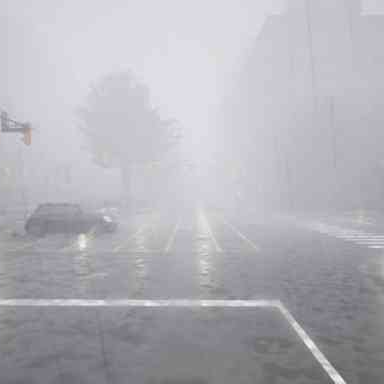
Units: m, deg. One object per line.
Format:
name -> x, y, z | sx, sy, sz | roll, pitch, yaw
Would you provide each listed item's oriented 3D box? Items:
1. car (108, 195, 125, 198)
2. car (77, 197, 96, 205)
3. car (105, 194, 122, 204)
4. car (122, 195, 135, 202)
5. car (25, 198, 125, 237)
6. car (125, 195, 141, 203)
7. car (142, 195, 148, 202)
car -> -11.654, 1.477, 48.513 | 1.882, 1.535, 5.008 | 0, 0, 0
car -> -18.319, 1.595, 57.819 | 1.895, 1.301, 4.718 | 0, 0, 0
car -> -15.112, 1.352, 64.309 | 2.097, 1.767, 4.553 | 0, 0, 0
car -> -15.096, 1.513, 79.430 | 2.128, 1.511, 4.902 | 0, 0, 0
car -> -6.129, 1.352, 17.467 | 4.553, 1.767, 2.097 | 0, 0, 0
car -> -11.613, 1.600, 64.377 | 1.895, 1.301, 4.718 | 0, 0, 1
car -> -11.595, 1.515, 79.017 | 2.128, 1.511, 4.902 | 0, 0, 0
